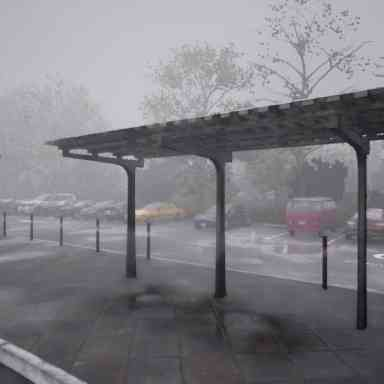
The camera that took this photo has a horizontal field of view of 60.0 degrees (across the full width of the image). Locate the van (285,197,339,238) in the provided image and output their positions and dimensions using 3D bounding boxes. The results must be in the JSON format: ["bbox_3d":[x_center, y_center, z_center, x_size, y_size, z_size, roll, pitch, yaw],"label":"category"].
[{"bbox_3d":[6.656,1.264,18.091,1.878,1.987,4.442,0,0,35],"label":"van"}]

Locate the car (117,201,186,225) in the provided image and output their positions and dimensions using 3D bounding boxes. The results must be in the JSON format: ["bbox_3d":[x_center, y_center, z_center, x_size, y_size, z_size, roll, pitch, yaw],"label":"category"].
[{"bbox_3d":[-2.580,1.467,24.261,1.946,1.575,5.366,0,0,35],"label":"car"}]

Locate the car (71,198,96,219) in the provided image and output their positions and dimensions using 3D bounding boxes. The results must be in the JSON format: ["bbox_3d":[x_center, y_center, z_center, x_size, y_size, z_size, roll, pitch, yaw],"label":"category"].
[{"bbox_3d":[-6.998,1.461,27.625,2.231,1.521,4.892,0,0,35],"label":"car"}]

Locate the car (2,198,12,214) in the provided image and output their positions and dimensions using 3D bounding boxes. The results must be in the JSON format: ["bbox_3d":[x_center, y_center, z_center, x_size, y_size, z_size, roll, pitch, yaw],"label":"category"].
[{"bbox_3d":[-16.066,1.441,34.030,2.231,1.521,4.892,0,0,35],"label":"car"}]

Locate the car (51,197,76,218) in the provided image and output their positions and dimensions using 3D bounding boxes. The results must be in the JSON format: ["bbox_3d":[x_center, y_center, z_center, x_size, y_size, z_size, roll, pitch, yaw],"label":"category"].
[{"bbox_3d":[-9.264,1.455,29.228,2.097,1.535,5.008,0,0,35],"label":"car"}]

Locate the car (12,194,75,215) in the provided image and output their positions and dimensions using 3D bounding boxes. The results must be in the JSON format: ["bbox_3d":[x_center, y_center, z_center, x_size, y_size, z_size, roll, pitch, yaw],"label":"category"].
[{"bbox_3d":[-13.815,1.194,32.408,2.435,2.045,5.566,0,0,35],"label":"car"}]

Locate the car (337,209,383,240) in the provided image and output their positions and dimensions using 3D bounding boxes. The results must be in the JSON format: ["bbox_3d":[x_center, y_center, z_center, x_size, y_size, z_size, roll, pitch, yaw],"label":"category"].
[{"bbox_3d":[8.851,1.535,16.390,2.002,1.452,4.674,0,0,35],"label":"car"}]

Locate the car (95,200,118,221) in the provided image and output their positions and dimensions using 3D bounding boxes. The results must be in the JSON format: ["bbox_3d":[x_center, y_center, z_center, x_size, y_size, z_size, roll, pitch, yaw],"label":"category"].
[{"bbox_3d":[-4.721,1.495,26.040,2.163,1.488,4.792,0,0,35],"label":"car"}]

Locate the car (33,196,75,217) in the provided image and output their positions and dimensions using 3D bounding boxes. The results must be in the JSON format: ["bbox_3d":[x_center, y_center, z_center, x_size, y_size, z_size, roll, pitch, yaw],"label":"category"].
[{"bbox_3d":[-11.530,1.450,30.832,2.097,1.535,5.008,0,0,35],"label":"car"}]

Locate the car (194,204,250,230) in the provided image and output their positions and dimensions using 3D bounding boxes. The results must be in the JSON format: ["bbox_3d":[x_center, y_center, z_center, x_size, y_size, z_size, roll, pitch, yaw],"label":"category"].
[{"bbox_3d":[2.042,1.510,21.180,2.163,1.488,4.792,0,0,35],"label":"car"}]

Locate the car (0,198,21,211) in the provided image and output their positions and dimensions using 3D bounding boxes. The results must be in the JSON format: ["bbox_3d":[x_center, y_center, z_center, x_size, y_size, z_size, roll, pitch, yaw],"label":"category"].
[{"bbox_3d":[-22.875,1.442,38.824,2.163,1.488,4.792,1,0,35],"label":"car"}]

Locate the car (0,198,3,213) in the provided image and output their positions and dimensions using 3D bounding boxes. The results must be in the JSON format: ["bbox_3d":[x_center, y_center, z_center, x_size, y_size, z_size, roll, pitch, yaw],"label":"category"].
[{"bbox_3d":[-18.333,1.432,35.636,2.097,1.535,5.008,0,0,35],"label":"car"}]
